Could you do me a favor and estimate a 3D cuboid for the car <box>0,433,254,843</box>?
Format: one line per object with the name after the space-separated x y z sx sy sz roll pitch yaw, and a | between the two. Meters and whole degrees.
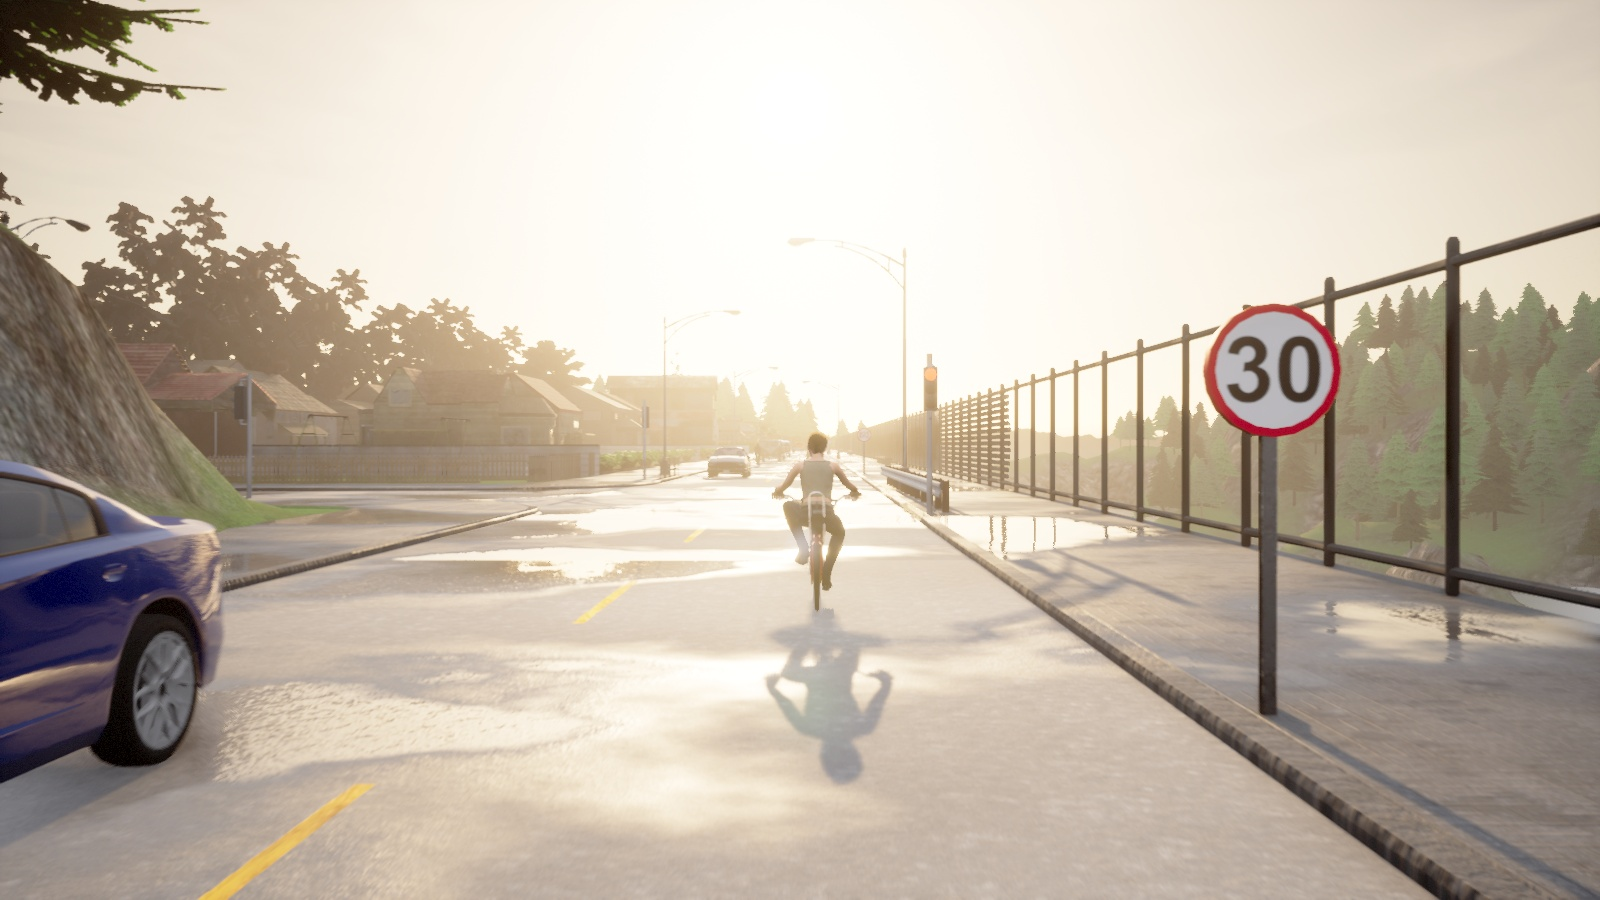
-3.938 0.703 4.333 1.882 1.535 5.008 0 0 1 | car

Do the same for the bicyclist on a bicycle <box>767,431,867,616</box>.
0.152 0.636 11.702 0.866 1.612 1.509 0 0 0 | bicyclist on a bicycle

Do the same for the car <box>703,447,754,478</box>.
-3.289 0.553 58.850 2.033 1.411 5.357 0 0 1 | car
